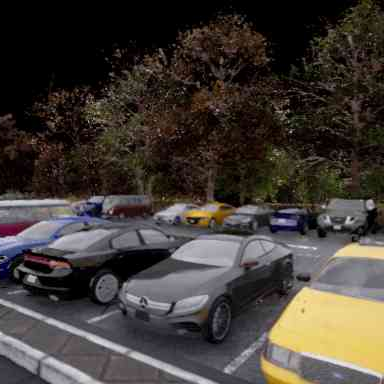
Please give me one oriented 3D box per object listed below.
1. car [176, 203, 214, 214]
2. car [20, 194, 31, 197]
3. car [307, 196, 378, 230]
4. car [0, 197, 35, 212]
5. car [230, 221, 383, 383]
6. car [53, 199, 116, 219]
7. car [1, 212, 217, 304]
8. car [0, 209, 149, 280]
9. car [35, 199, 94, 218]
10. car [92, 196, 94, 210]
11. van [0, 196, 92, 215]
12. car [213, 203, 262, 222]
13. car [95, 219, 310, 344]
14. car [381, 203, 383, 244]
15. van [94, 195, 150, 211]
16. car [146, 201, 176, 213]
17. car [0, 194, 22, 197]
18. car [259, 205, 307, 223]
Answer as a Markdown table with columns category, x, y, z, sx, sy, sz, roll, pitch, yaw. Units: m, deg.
| category | x | y | z | sx | sy | sz | roll | pitch | yaw |
| --- | --- | --- | --- | --- | --- | --- | --- | --- | --- |
| car | 1.466 | 1.515 | 22.302 | 2.097 | 1.535 | 5.008 | 0 | 0 | 36 |
| car | -14.440 | 1.369 | 33.786 | 2.185 | 1.767 | 4.553 | 0 | 0 | 36 |
| car | 8.227 | 1.267 | 17.392 | 2.435 | 2.045 | 5.566 | 0 | 0 | 36 |
| car | -21.248 | 1.424 | 38.656 | 2.097 | 1.535 | 5.008 | 1 | 1 | 36 |
| car | 2.773 | 1.515 | 5.009 | 1.946 | 1.575 | 5.366 | 0 | 0 | 36 |
| car | -9.729 | 1.501 | 30.584 | 1.946 | 1.575 | 5.366 | 0 | 0 | 36 |
| car | -1.640 | 1.518 | 8.408 | 2.097 | 1.535 | 5.008 | 0 | 0 | 36 |
| car | -3.892 | 1.517 | 10.042 | 2.097 | 1.535 | 5.008 | 0 | 0 | 36 |
| car | -12.201 | 1.502 | 32.129 | 2.097 | 1.535 | 5.008 | 0 | 0 | 36 |
| car | -7.594 | 1.255 | 28.784 | 2.435 | 2.045 | 5.566 | 0 | 0 | 36 |
| van | -6.086 | 1.290 | 11.759 | 1.878 | 1.987 | 4.442 | 0 | 0 | 36 |
| car | 3.727 | 1.517 | 20.676 | 2.231 | 1.521 | 4.892 | 0 | 0 | 36 |
| car | 0.624 | 1.559 | 6.787 | 2.002 | 1.452 | 4.674 | 0 | 0 | 36 |
| car | 10.485 | 1.392 | 15.763 | 2.185 | 1.767 | 4.553 | 0 | 0 | 36 |
| van | -5.385 | 1.283 | 27.085 | 1.878 | 1.987 | 4.442 | 0 | 0 | 36 |
| car | -0.796 | 1.553 | 23.927 | 2.002 | 1.452 | 4.674 | 0 | 0 | 36 |
| car | -18.969 | 1.205 | 37.044 | 2.435 | 2.045 | 5.566 | 1 | 0 | 36 |
| car | 5.998 | 1.547 | 19.067 | 2.163 | 1.488 | 4.792 | 0 | 0 | 36 |
